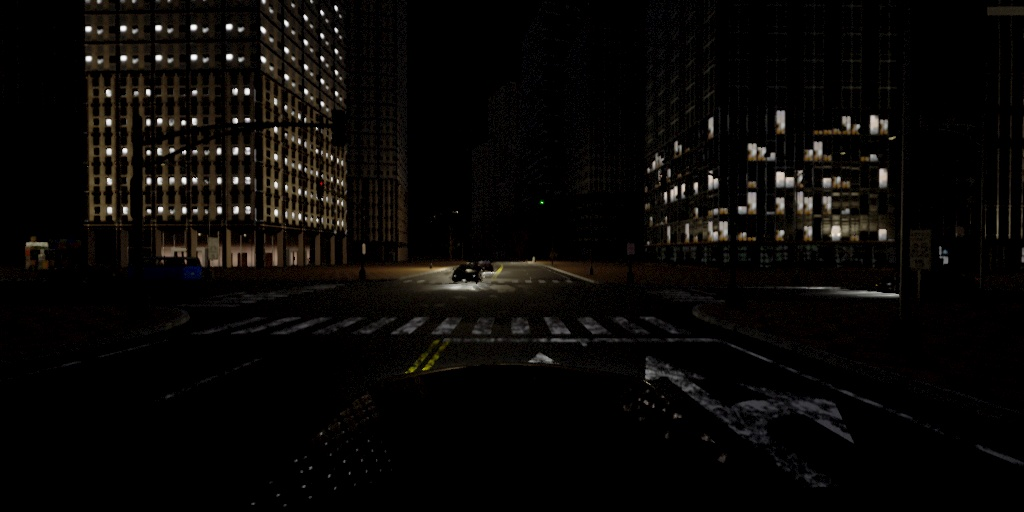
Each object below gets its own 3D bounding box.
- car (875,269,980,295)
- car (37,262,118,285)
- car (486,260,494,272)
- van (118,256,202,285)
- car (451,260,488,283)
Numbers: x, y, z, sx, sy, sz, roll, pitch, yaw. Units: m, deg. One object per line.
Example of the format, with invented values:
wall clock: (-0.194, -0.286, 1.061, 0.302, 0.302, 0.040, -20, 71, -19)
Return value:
car: (22.937, 1.383, 19.870, 4.181, 1.385, 1.994, 0, 1, 1)
car: (-28.195, 1.101, 23.455, 4.507, 1.381, 1.888, 0, 0, 1)
car: (-3.253, 1.226, 43.240, 1.994, 1.385, 4.181, 0, 0, 0)
van: (-22.657, 0.922, 23.409, 3.998, 1.789, 1.690, 0, 0, 1)
car: (-3.257, 1.262, 27.056, 2.033, 1.411, 5.357, 0, 0, 0)
